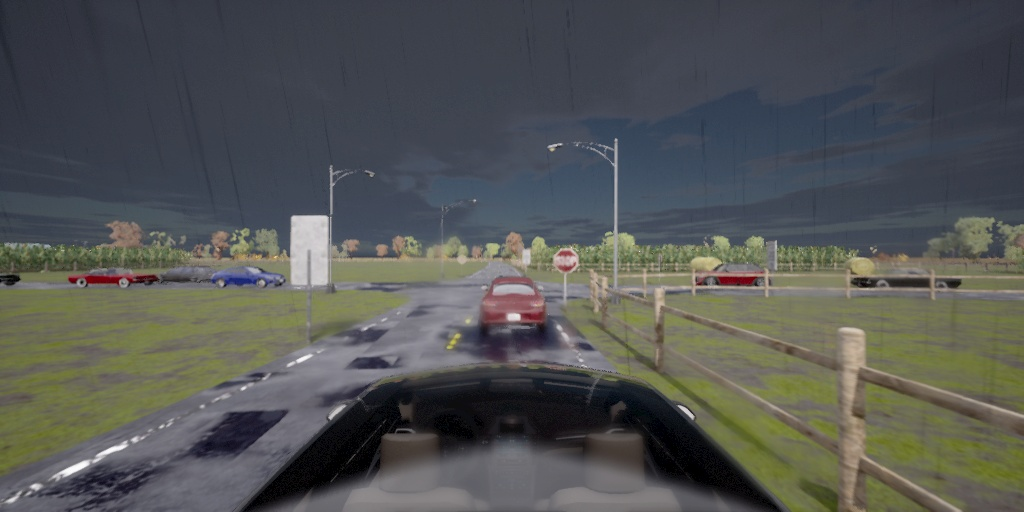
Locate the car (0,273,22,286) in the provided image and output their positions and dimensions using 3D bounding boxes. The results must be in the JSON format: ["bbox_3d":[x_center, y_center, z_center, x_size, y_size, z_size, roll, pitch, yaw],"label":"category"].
[{"bbox_3d":[-37.952,1.518,25.214,4.718,1.301,1.895,0,0,-1],"label":"car"}]

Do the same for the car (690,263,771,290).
[{"bbox_3d":[14.575,1.274,24.208,4.553,1.767,2.097,0,0,10],"label":"car"}]

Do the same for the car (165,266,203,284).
[{"bbox_3d":[-25.351,1.472,28.175,5.357,1.411,2.033,0,0,1],"label":"car"}]

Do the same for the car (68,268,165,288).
[{"bbox_3d":[-27.875,1.522,25.239,4.718,1.301,1.895,0,0,1],"label":"car"}]

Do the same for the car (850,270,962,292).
[{"bbox_3d":[24.261,1.519,22.366,4.718,1.301,1.895,0,0,12],"label":"car"}]

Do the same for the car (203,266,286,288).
[{"bbox_3d":[-18.277,1.447,24.923,4.674,1.442,1.812,0,0,3],"label":"car"}]

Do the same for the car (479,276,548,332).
[{"bbox_3d":[0.018,1.347,11.040,1.812,1.442,4.674,0,0,-1],"label":"car"}]
